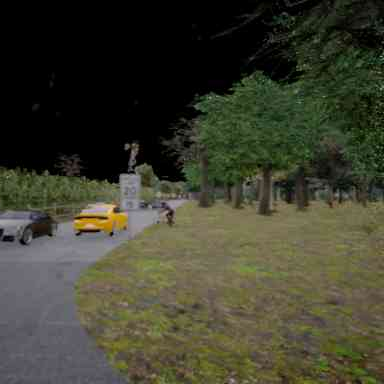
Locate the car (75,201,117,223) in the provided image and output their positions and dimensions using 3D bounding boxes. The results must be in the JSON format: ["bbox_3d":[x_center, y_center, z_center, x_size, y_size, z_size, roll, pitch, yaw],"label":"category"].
[{"bbox_3d":[-7.608,1.502,26.896,1.882,1.535,5.008,0,-1,1],"label":"car"}]

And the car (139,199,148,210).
[{"bbox_3d":[-7.345,1.730,47.007,2.033,1.411,5.357,0,0,1],"label":"car"}]

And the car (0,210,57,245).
[{"bbox_3d":[-7.728,1.498,14.952,1.994,1.385,4.181,0,0,0],"label":"car"}]

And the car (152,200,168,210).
[{"bbox_3d":[-4.502,1.790,47.235,1.895,1.301,4.718,0,0,1],"label":"car"}]

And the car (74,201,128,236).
[{"bbox_3d":[-4.787,1.441,18.133,1.882,1.535,5.008,0,0,1],"label":"car"}]

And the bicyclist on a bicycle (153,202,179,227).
[{"bbox_3d":[-1.677,1.471,21.332,1.656,1.620,0.582,1,-1,1],"label":"bicyclist on a bicycle"}]
